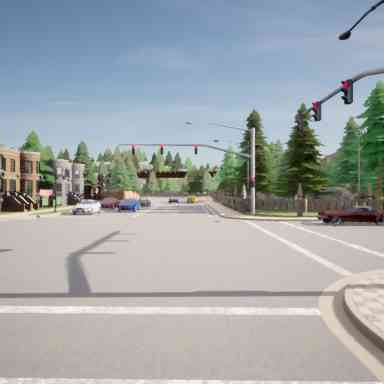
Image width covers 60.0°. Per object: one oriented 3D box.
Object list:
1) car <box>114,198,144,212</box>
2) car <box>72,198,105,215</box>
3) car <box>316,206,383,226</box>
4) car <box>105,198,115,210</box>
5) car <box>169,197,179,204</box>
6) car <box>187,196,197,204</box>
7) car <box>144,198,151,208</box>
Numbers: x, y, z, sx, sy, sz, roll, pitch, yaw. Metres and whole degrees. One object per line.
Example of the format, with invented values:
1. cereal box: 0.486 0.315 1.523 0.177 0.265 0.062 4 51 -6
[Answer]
1. car: -7.172 1.478 38.363 1.882 1.535 5.008 0 0 0
2. car: -10.664 1.526 34.023 1.812 1.442 4.674 0 0 0
3. car: 11.142 1.601 22.901 4.718 1.301 1.895 0 0 2
4. car: -10.674 1.478 43.074 1.882 1.535 5.008 0 0 0
5. car: -3.531 1.601 65.200 1.895 1.301 4.718 0 0 0
6. car: -0.031 1.478 64.917 1.882 1.535 5.008 0 0 0
7. car: -7.164 1.564 48.350 1.994 1.385 4.181 0 0 0
